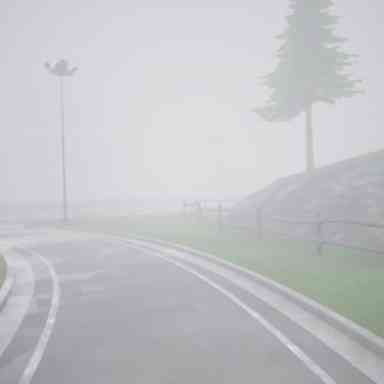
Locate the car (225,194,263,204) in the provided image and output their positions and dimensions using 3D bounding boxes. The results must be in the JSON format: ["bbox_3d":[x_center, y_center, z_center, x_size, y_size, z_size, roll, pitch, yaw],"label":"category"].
[{"bbox_3d":[8.205,1.023,52.001,4.902,1.511,2.128,-2,0,-33],"label":"car"}]

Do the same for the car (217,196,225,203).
[{"bbox_3d":[6.252,1.098,54.895,4.674,1.442,1.812,-2,0,-33],"label":"car"}]
